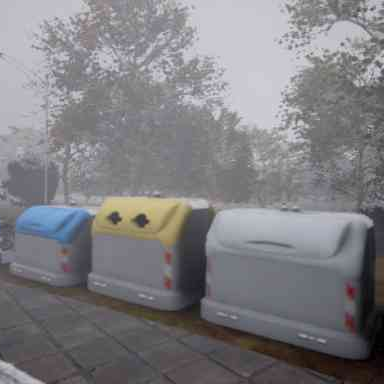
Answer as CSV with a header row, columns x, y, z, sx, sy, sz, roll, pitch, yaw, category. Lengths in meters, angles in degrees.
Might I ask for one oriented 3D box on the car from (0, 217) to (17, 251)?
x,y,z,sx,sy,sz,roll,pitch,yaw,category
-8.919,1.342,11.999,2.435,2.045,5.566,-1,-1,13,car
